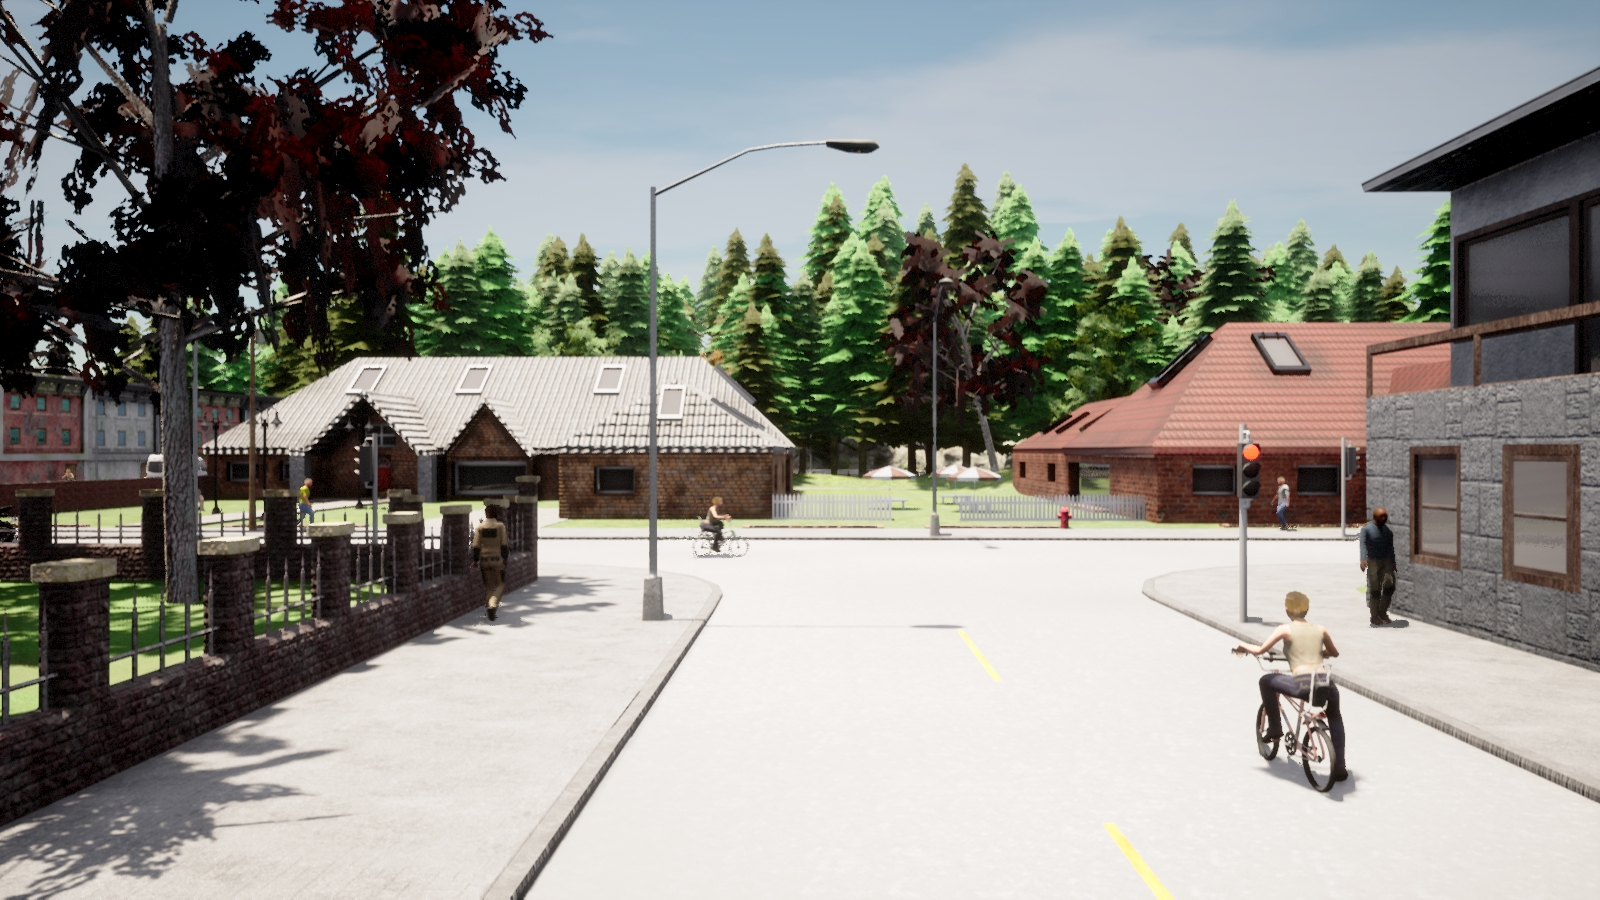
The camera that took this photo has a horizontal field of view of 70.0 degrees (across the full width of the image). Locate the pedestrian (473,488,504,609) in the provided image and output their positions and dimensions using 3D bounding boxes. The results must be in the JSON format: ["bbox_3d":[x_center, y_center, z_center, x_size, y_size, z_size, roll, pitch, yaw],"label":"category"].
[{"bbox_3d":[-4.870,1.537,17.865,0.375,1.860,0.375,0,0,0],"label":"pedestrian"}]

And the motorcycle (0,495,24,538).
[{"bbox_3d":[-24.886,2.010,34.546,2.209,1.251,0.867,0,0,-2],"label":"motorcycle"}]

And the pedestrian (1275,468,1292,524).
[{"bbox_3d":[16.263,1.552,38.427,0.375,1.860,0.375,0,0,-9],"label":"pedestrian"}]

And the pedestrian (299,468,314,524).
[{"bbox_3d":[-16.633,1.552,38.479,0.375,1.860,0.375,0,0,-8],"label":"pedestrian"}]

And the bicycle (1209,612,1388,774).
[{"bbox_3d":[4.247,2.044,9.857,0.859,1.080,1.487,0,0,-2],"label":"bicycle"}]

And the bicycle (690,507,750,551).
[{"bbox_3d":[-2.086,2.058,29.919,1.487,1.080,0.859,0,0,2],"label":"bicycle"}]

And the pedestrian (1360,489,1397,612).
[{"bbox_3d":[8.877,1.529,17.533,0.375,1.860,0.375,0,0,0],"label":"pedestrian"}]
